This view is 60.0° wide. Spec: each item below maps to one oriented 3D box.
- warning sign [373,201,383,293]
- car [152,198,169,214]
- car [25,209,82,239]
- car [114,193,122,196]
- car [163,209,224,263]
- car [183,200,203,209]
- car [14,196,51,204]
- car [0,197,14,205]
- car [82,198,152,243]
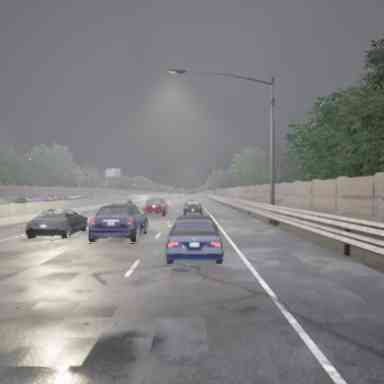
[{"bbox_3d":[4.538,1.116,6.568,1.300,1.860,1.060,-1,-1,0],"label":"warning sign"},{"bbox_3d":[-3.407,1.342,32.025,2.097,1.767,4.553,0,0,0],"label":"car"},{"bbox_3d":[-6.907,1.562,17.468,1.994,1.385,4.181,0,0,0],"label":"car"},{"bbox_3d":[-17.499,1.084,79.047,1.812,1.442,4.674,0,0,0],"label":"car"},{"bbox_3d":[0.084,1.547,11.956,2.033,1.411,5.357,0,0,0],"label":"car"},{"bbox_3d":[0.096,1.515,33.374,1.812,1.442,4.674,0,0,0],"label":"car"},{"bbox_3d":[-17.595,1.464,37.574,1.882,1.535,5.008,0,0,0],"label":"car"},{"bbox_3d":[-21.092,1.336,38.986,2.097,1.767,4.553,0,0,0],"label":"car"},{"bbox_3d":[-3.409,1.351,16.114,2.097,1.767,4.553,0,0,0],"label":"car"}]
